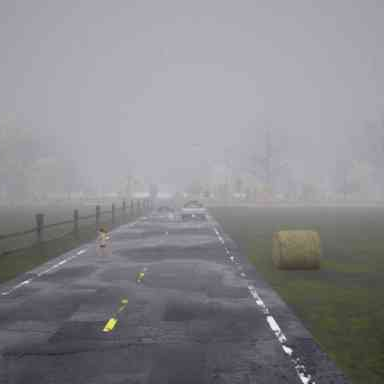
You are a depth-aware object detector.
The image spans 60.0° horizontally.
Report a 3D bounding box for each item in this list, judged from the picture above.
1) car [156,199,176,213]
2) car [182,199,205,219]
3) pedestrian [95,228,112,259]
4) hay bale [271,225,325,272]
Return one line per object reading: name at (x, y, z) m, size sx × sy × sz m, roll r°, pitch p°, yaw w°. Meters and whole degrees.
car at (-2.814, 1.508, 37.123) m, size 2.033 × 1.411 × 5.357 m, roll 0°, pitch 0°, yaw 0°
car at (0.107, 1.574, 28.562) m, size 1.895 × 1.301 × 4.718 m, roll 0°, pitch 0°, yaw -1°
pedestrian at (-2.942, 1.669, 11.056) m, size 0.500 × 1.100 × 0.500 m, roll 0°, pitch 1°, yaw -1°
hay bale at (3.131, 1.651, 10.024) m, size 1.220 × 1.180 × 1.240 m, roll 0°, pitch 1°, yaw 0°
